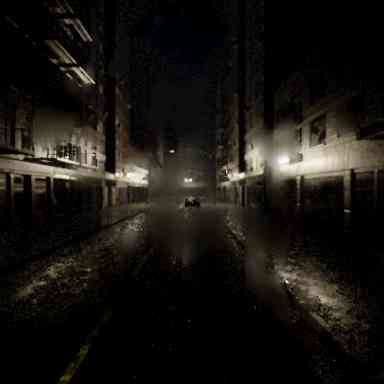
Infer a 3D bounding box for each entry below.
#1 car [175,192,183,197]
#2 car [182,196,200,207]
[{"bbox_3d":[-3.086,0.720,79.323,1.812,1.442,4.674,0,0,0],"label":"car"},{"bbox_3d":[0.052,1.300,44.467,1.994,1.385,4.181,0,0,0],"label":"car"}]
